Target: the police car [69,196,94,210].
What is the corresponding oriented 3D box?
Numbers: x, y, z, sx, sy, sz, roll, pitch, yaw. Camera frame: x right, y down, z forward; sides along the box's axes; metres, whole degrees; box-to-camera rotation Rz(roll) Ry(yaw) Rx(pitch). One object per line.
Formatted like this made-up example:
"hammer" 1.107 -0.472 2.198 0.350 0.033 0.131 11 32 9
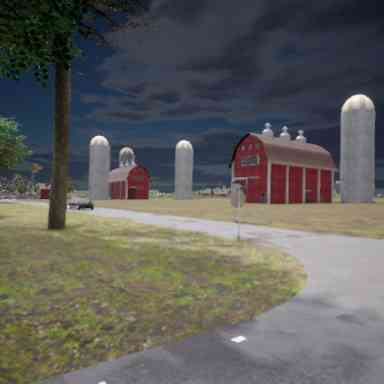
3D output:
"police car" -13.607 1.369 41.080 1.930 1.638 5.238 2 -1 -35
